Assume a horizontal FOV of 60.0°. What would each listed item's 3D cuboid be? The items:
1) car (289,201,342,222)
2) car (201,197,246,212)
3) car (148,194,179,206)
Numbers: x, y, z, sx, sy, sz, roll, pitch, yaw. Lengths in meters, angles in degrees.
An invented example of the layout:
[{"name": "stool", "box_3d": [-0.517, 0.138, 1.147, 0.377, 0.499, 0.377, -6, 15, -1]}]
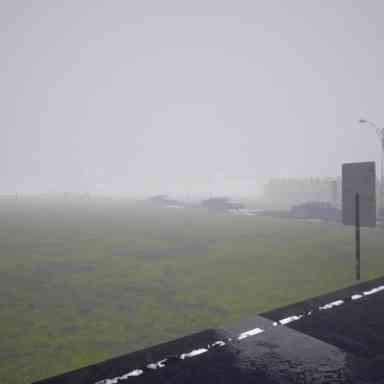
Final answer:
[{"name": "car", "box_3d": [9.959, 1.368, 25.095, 2.033, 1.411, 5.357, -1, 1, -37]}, {"name": "car", "box_3d": [3.118, 1.195, 34.604, 2.033, 1.411, 5.357, -1, 1, -36]}, {"name": "car", "box_3d": [-3.909, 1.012, 44.447, 2.033, 1.411, 5.357, -1, 1, -35]}]
